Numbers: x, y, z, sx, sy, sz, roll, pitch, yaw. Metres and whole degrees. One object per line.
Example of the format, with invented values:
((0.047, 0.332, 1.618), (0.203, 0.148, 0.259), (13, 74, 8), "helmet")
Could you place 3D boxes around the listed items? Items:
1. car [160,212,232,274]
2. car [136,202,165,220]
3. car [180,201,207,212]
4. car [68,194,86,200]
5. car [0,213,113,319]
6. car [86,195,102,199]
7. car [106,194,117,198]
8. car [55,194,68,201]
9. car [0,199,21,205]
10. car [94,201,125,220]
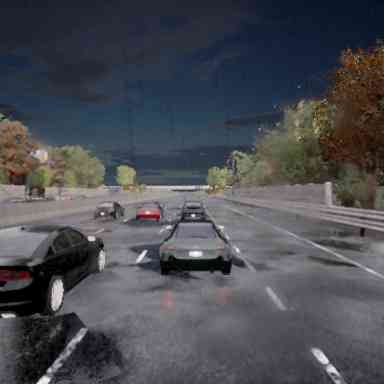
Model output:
((0.100, 1.553, 10.526), (1.994, 1.385, 4.181), (0, 0, 0), "car")
((-3.400, 1.543, 27.610), (1.994, 1.385, 4.181), (0, 0, 0), "car")
((0.099, 1.484, 26.995), (1.837, 1.490, 4.892), (0, 0, 0), "car")
((-24.505, 1.288, 72.500), (2.097, 1.767, 4.553), (0, 0, 0), "car")
((-3.402, 1.469, 7.509), (1.882, 1.535, 5.008), (0, 0, 0), "car")
((-21.005, 1.428, 72.886), (1.837, 1.490, 4.892), (0, 0, 0), "car")
((-17.505, 1.288, 72.500), (2.097, 1.767, 4.553), (0, 0, 0), "car")
((-28.005, 1.288, 72.499), (2.097, 1.767, 4.553), (0, 0, 0), "car")
((-17.596, 1.470, 31.298), (2.128, 1.511, 4.902), (0, 0, 0), "car")
((-6.902, 1.505, 28.003), (1.812, 1.442, 4.674), (0, 0, 0), "car")
